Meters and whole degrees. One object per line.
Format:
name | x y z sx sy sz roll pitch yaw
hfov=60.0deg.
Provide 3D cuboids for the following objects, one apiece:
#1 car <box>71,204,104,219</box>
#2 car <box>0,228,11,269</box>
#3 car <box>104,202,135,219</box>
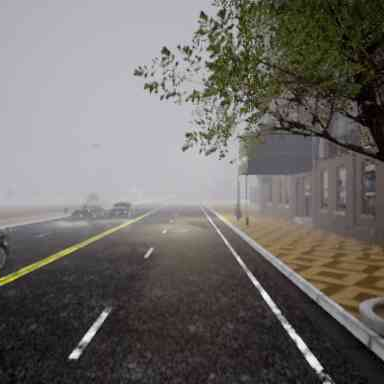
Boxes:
car | -9.795 1.788 31.564 1.895 1.301 4.718 0 0 0
car | -6.595 1.547 8.464 2.128 1.511 4.902 0 0 0
car | -6.546 1.696 31.378 1.837 1.490 4.892 0 -1 0
